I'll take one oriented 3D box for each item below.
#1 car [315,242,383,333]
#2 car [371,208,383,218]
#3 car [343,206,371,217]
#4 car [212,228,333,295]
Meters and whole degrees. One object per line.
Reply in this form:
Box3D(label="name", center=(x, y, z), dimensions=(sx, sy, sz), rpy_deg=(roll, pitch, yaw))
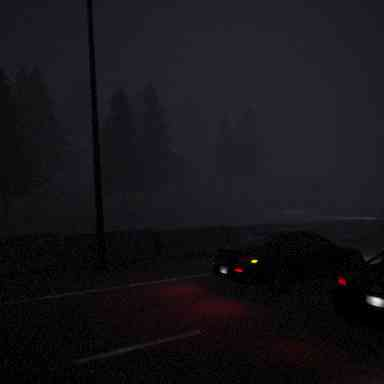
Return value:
Box3D(label="car", center=(4.567, 1.683, 6.171), dimensions=(4.181, 1.385, 1.994), rpy_deg=(1, -1, -31))
Box3D(label="car", center=(26.281, 2.649, 43.867), dimensions=(4.892, 1.490, 1.837), rpy_deg=(2, -2, -30))
Box3D(label="car", center=(23.021, 2.659, 46.004), dimensions=(5.008, 1.535, 1.882), rpy_deg=(2, -2, -31))
Box3D(label="car", center=(2.729, 1.716, 9.150), dimensions=(4.674, 1.442, 1.812), rpy_deg=(1, -1, -31))
